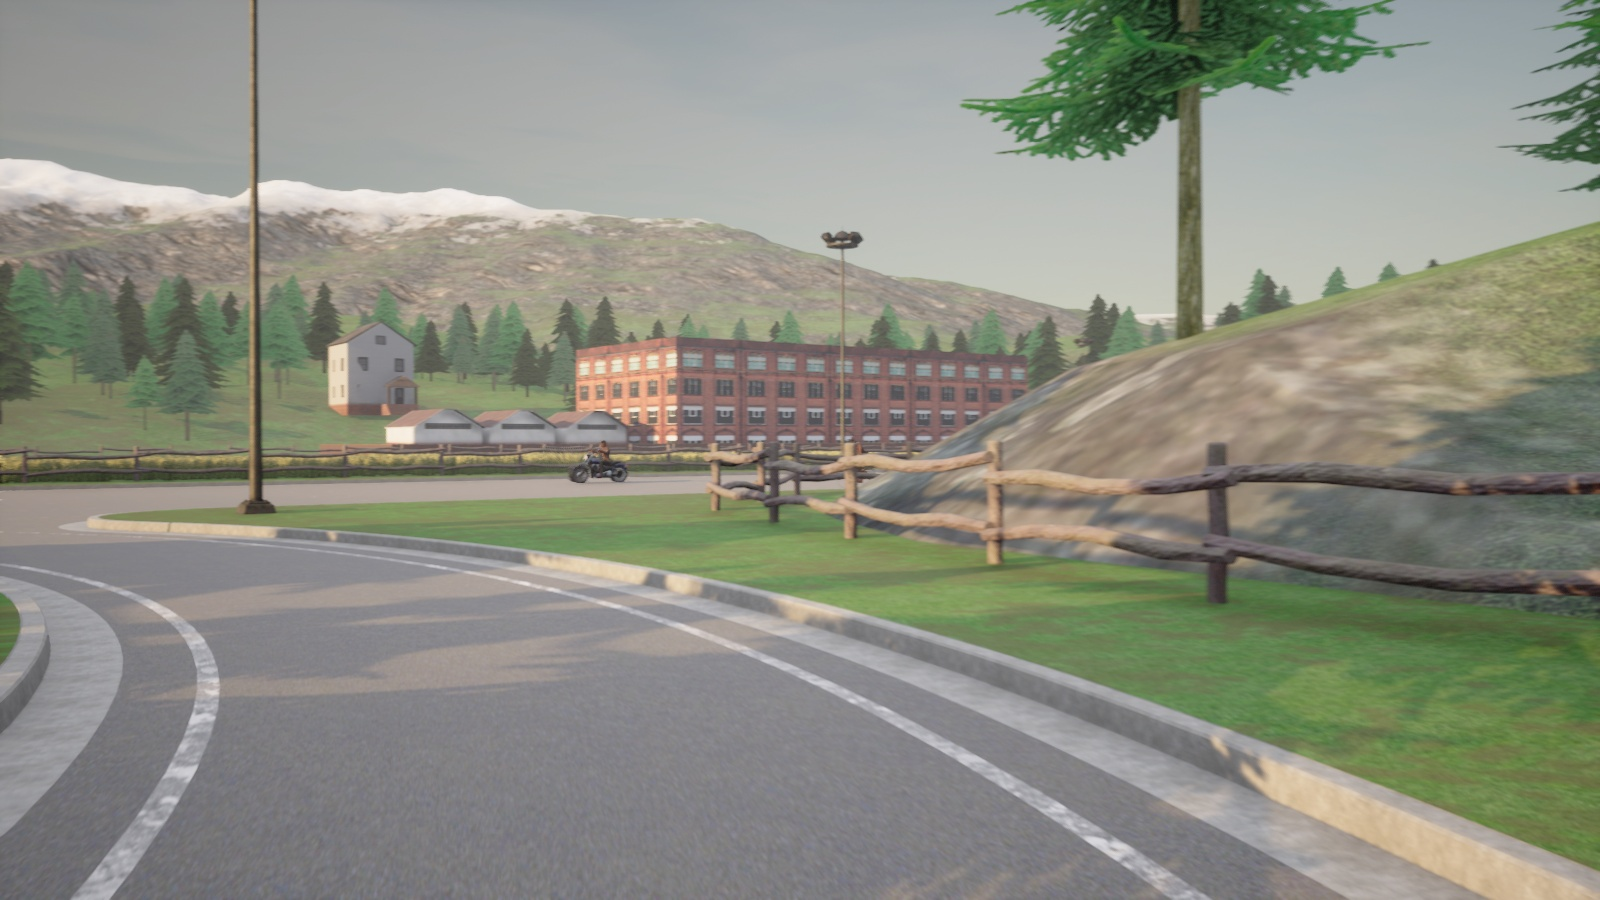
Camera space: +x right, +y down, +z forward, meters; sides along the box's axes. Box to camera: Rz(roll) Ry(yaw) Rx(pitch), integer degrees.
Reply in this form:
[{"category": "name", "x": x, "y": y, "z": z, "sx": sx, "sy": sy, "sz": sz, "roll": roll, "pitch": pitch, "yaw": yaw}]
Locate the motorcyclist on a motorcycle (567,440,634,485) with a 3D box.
[{"category": "motorcyclist on a motorcycle", "x": -7.391, "y": 0.441, "z": 46.567, "sx": 2.350, "sy": 1.649, "sz": 0.766, "roll": -1, "pitch": 1, "yaw": -36}]
